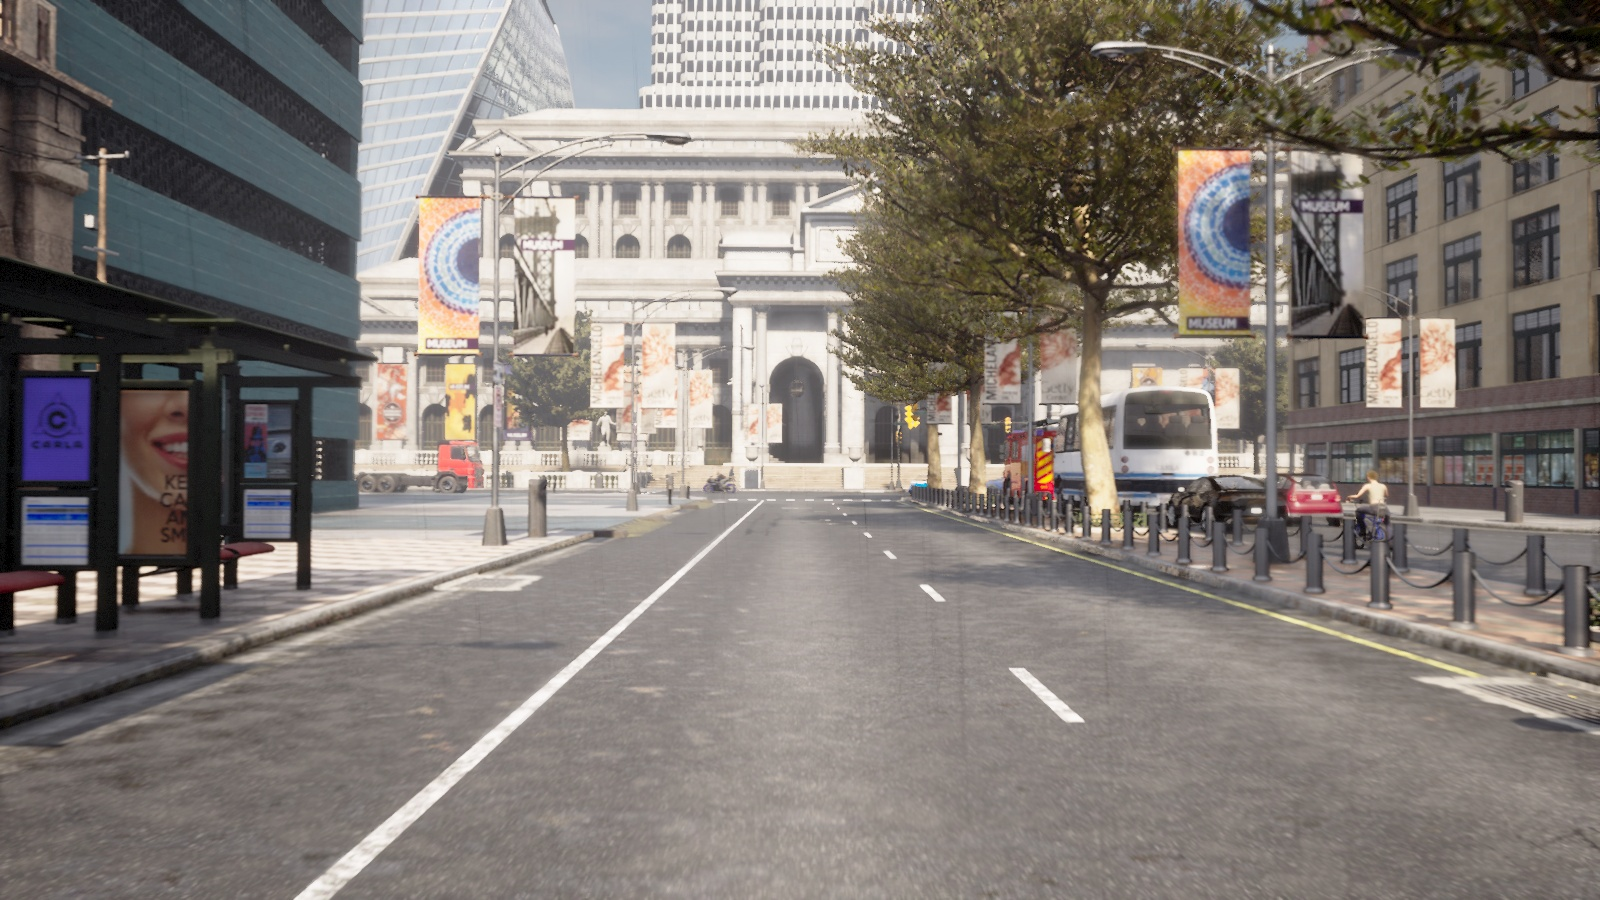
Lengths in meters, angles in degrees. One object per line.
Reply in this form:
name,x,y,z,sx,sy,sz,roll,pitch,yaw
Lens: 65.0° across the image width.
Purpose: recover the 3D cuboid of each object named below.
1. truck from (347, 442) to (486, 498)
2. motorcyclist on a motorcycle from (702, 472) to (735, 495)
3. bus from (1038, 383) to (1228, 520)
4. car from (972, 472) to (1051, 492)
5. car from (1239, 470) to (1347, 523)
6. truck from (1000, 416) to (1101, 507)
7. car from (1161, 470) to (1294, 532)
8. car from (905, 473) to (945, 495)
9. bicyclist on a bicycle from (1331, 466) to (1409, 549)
truck,-24.277,1.265,79.734,7.936,3.462,2.891,0,-1,0
motorcyclist on a motorcycle,-5.642,2.324,86.696,2.191,1.530,0.866,0,-1,0
bus,11.386,0.136,44.423,3.944,4.253,10.273,0,-1,0
car,15.164,2.311,90.163,5.357,1.411,2.033,0,-1,0
car,14.907,1.372,38.154,1.789,1.549,3.705,0,-1,0
truck,11.309,0.567,57.506,2.891,3.827,8.468,0,-1,0
car,11.418,1.315,33.921,1.882,1.535,5.008,0,-1,0
car,8.089,2.195,81.092,2.207,1.376,1.481,1,-2,-42
bicyclist on a bicycle,11.446,1.128,25.255,0.866,1.612,1.509,0,-1,0
